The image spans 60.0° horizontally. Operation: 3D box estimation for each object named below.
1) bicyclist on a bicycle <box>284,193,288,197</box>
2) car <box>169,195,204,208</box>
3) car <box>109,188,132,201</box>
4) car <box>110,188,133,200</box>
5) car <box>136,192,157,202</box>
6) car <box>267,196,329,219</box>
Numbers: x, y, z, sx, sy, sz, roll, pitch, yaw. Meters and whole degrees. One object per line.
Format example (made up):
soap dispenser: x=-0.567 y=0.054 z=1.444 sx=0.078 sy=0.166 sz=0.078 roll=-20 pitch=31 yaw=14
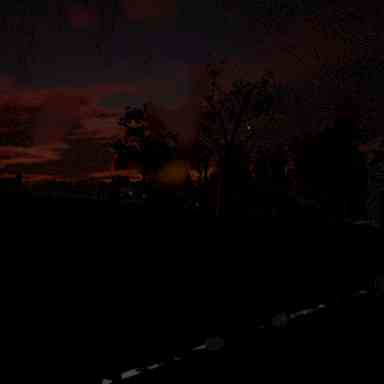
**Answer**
bicyclist on a bicycle: x=9.641 y=0.968 z=33.992 sx=1.656 sy=1.620 sz=0.582 roll=-1 pitch=1 yaw=-35
car: x=-0.657 y=1.060 z=38.331 sx=1.895 sy=1.301 sz=4.718 roll=-1 pitch=1 yaw=-35
car: x=-11.845 y=0.467 z=54.573 sx=2.150 sy=2.045 sz=5.566 roll=-1 pitch=1 yaw=-35
car: x=-12.945 y=0.318 z=60.967 sx=2.150 sy=2.045 sz=5.566 roll=-1 pitch=1 yaw=-35
car: x=-7.250 y=0.750 z=52.890 sx=1.812 sy=1.442 sz=4.674 roll=-1 pitch=1 yaw=-34
car: x=8.098 y=1.132 z=25.741 sx=1.882 sy=1.535 sz=5.008 roll=-1 pitch=2 yaw=-35
